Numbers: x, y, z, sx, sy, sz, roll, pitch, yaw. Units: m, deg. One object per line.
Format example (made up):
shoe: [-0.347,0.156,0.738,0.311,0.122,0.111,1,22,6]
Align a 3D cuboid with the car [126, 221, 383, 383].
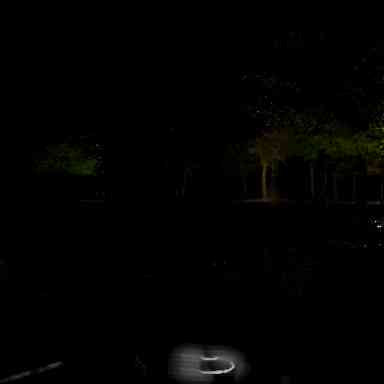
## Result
car: [1.525,1.446,4.764,5.008,1.535,1.882,-1,0,-35]

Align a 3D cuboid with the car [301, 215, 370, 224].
car: [4.650,1.481,10.933,4.181,1.385,1.994,0,0,-35]
